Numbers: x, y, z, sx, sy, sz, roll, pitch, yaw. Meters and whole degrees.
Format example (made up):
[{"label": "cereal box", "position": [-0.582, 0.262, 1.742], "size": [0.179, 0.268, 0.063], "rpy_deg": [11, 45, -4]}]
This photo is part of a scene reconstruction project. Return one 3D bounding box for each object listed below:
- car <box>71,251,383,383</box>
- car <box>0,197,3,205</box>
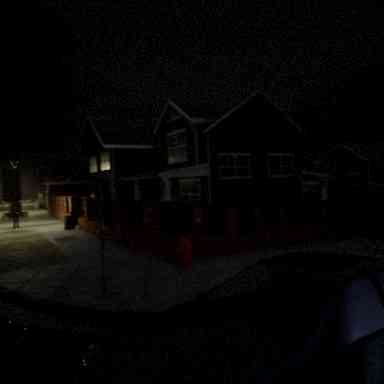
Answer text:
[{"label": "car", "position": [1.485, 1.512, 3.973], "size": [5.357, 1.411, 2.033], "rpy_deg": [-1, 0, -34]}, {"label": "car", "position": [-29.794, 1.257, 50.249], "size": [2.128, 1.511, 4.902], "rpy_deg": [-3, 1, -25]}]
